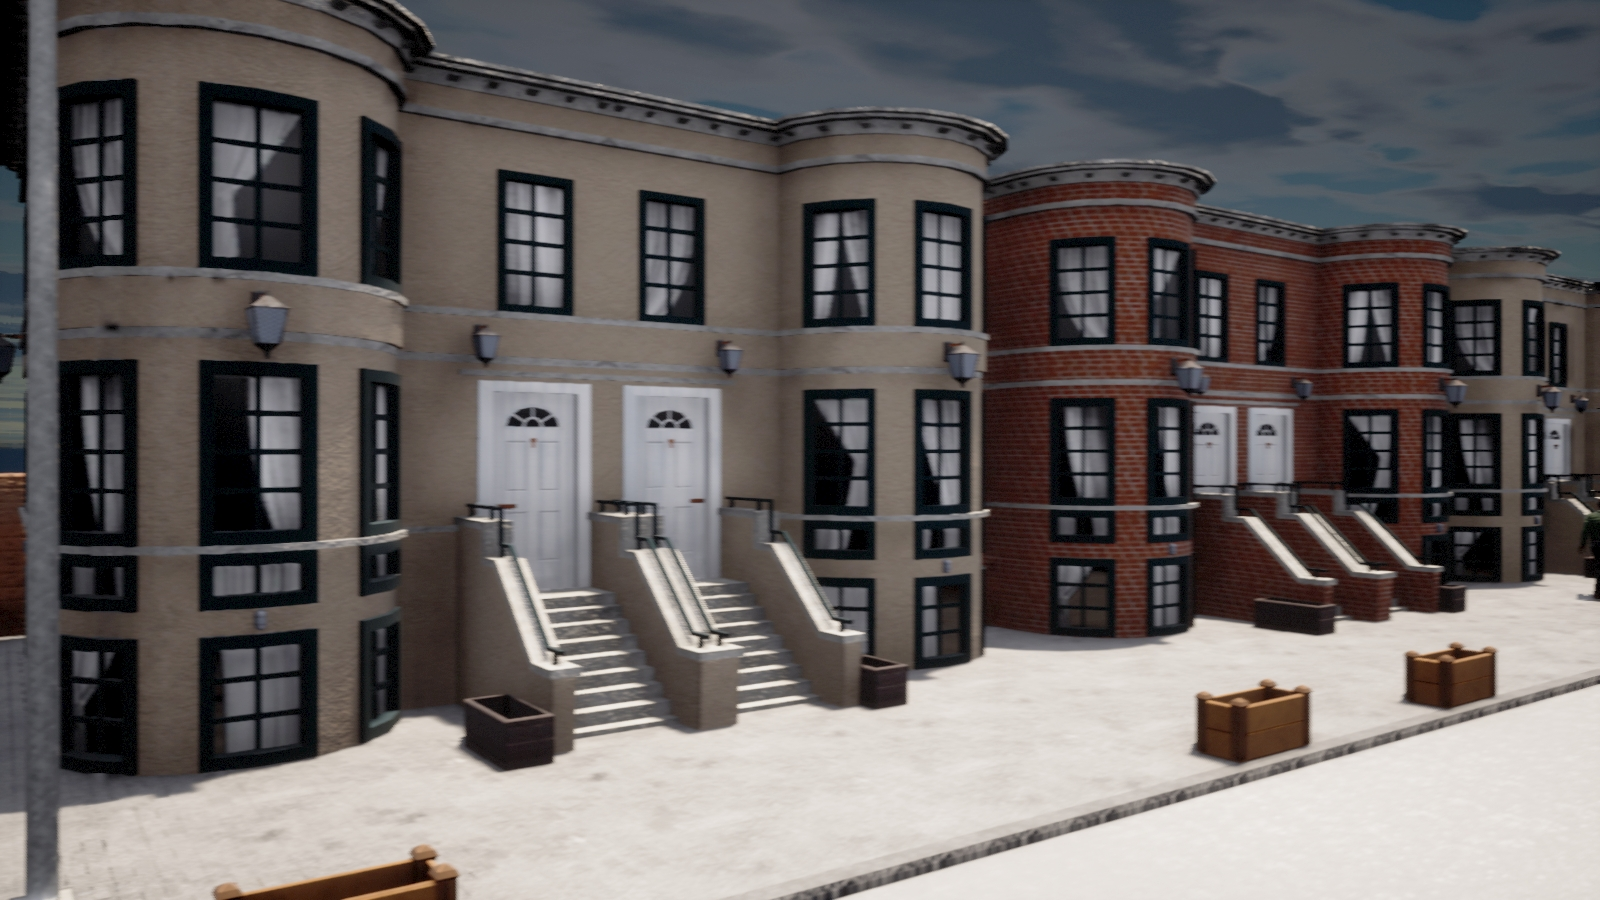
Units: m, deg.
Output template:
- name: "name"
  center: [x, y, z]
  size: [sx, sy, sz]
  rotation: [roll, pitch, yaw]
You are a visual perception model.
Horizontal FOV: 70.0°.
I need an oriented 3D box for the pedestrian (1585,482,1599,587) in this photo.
- name: "pedestrian"
  center: [14.515, 1.525, 20.681]
  size: [0.375, 1.860, 0.375]
  rotation: [0, 0, -33]
